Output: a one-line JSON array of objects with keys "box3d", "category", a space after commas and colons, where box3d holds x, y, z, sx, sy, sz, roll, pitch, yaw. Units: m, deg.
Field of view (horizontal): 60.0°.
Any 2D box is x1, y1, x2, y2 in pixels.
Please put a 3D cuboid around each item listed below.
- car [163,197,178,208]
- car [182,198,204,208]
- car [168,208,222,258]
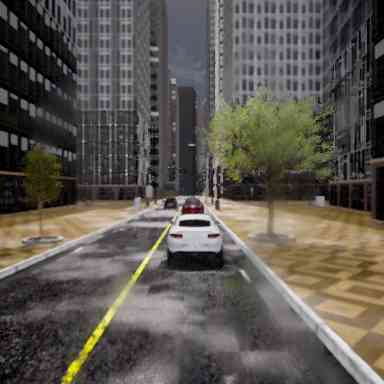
[{"box3d": [-3.019, 1.566, 47.895, 1.837, 1.490, 4.892, 0, 0, 0], "category": "car"}, {"box3d": [0.089, 1.380, 32.609, 2.097, 1.767, 4.553, 0, 0, 0], "category": "car"}, {"box3d": [0.096, 1.533, 12.635, 1.812, 1.442, 4.674, 0, 0, 0], "category": "car"}]
